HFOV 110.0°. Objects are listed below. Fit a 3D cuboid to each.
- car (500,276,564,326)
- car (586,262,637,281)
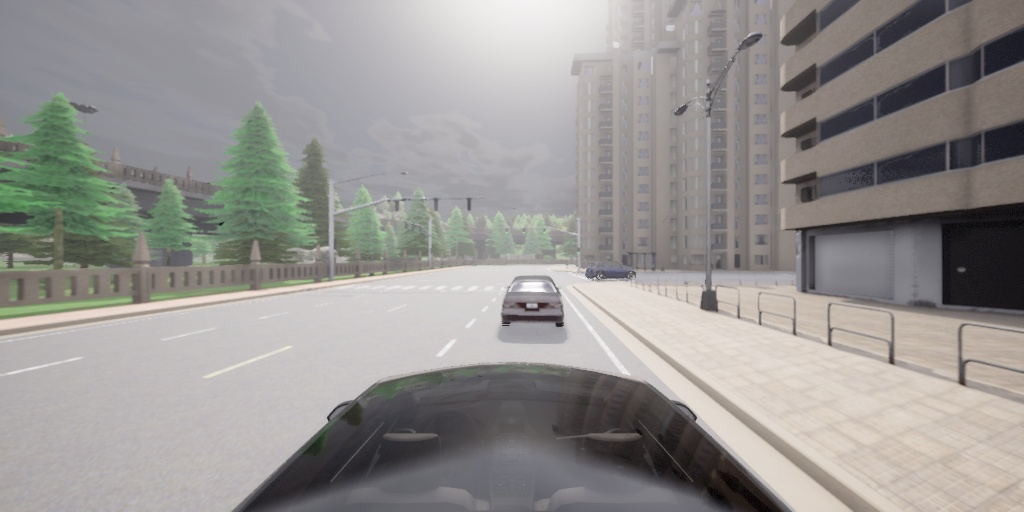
[{"bbox_3d":[0.685,1.352,11.859,2.033,1.411,5.357,0,0,4],"label":"car"},{"bbox_3d":[9.217,1.337,33.105,4.553,1.767,2.097,0,0,-13],"label":"car"}]
